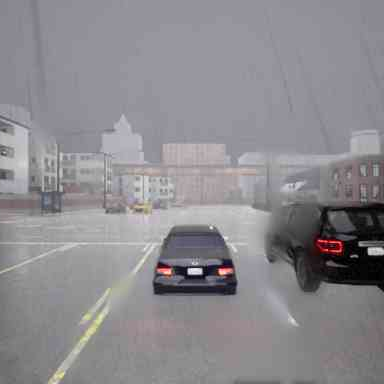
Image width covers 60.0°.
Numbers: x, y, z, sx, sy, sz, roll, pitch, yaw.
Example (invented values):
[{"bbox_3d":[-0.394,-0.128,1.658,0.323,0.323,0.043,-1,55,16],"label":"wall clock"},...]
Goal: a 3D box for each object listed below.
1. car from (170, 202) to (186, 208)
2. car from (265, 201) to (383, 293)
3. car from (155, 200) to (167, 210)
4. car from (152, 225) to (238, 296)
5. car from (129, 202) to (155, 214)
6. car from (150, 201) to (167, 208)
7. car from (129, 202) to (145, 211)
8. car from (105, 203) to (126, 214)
[{"bbox_3d":[-3.068,2.822,73.786,1.895,1.301,4.718,0,-1,22],"label":"car"},{"bbox_3d":[3.560,1.262,9.115,2.150,2.045,5.566,0,0,0],"label":"car"},{"bbox_3d":[-5.797,2.280,58.884,2.097,1.767,4.553,0,-1,4],"label":"car"},{"bbox_3d":[0.059,1.587,8.881,2.033,1.411,5.357,0,0,0],"label":"car"},{"bbox_3d":[-6.616,2.121,44.715,1.882,1.535,5.008,0,-1,3],"label":"car"},{"bbox_3d":[-7.340,2.699,72.358,1.837,1.490,4.892,0,-1,18],"label":"car"},{"bbox_3d":[-9.429,2.423,57.321,1.812,1.442,4.674,0,-1,4],"label":"car"},{"bbox_3d":[-10.132,2.165,44.472,1.812,1.442,4.674,0,-1,3],"label":"car"}]
